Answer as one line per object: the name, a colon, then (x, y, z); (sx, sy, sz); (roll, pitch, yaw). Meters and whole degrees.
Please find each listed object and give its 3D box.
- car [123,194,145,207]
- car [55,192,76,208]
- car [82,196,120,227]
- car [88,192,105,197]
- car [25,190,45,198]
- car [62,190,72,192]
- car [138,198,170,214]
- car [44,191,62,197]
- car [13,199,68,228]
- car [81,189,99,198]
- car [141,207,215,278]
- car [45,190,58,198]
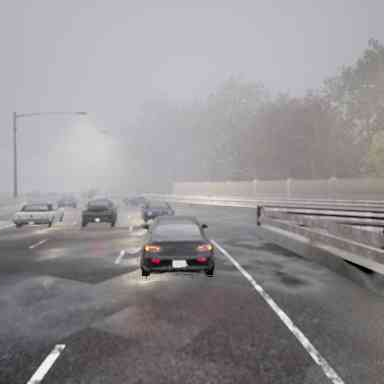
car: (-6.842, 0.958, 39.456); (1.837, 1.490, 4.892); (-1, 1, -27)
car: (-14.018, 1.064, 37.246); (1.994, 1.385, 4.181); (0, 1, -21)
car: (-5.598, 1.226, 20.517); (1.837, 1.490, 4.892); (0, 1, -10)
car: (-10.477, 1.014, 37.781); (1.812, 1.442, 4.674); (0, 1, -20)
car: (-33.173, 0.290, 69.438); (2.097, 1.767, 4.553); (-1, 1, -43)
car: (-27.923, 0.388, 74.069); (2.128, 1.511, 4.902); (-1, 1, -43)
car: (-2.384, 1.295, 22.297); (1.895, 1.301, 4.718); (0, 1, -11)
car: (-33.418, 0.473, 79.936); (5.357, 1.411, 2.033); (1, 1, 44)
car: (-9.029, 1.333, 20.021); (1.895, 1.301, 4.718); (0, 1, -11)
car: (-18.886, 0.377, 62.022); (2.150, 2.045, 5.566); (0, 1, -33)
car: (-0.467, 1.391, 9.665); (1.812, 1.442, 4.674); (0, 1, -5)
car: (-30.558, 0.376, 71.765); (1.882, 1.535, 5.008); (-1, 1, -43)
